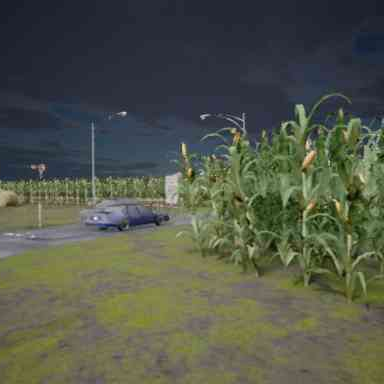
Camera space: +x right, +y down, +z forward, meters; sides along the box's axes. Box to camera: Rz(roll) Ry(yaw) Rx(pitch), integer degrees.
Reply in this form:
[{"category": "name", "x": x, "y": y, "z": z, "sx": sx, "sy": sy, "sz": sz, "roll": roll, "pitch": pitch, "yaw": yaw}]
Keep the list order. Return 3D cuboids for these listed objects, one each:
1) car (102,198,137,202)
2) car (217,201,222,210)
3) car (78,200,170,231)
[{"category": "car", "x": -5.204, "y": 1.220, "z": 21.854, "sx": 2.097, "sy": 1.767, "sz": 4.553, "roll": -1, "pitch": 0, "yaw": 35}, {"category": "car", "x": 4.221, "y": 1.197, "z": 35.540, "sx": 2.128, "sy": 1.511, "sz": 4.902, "roll": -1, "pitch": 0, "yaw": 35}, {"category": "car", "x": -3.551, "y": 1.383, "z": 19.222, "sx": 2.033, "sy": 1.411, "sz": 5.357, "roll": -1, "pitch": 0, "yaw": 35}]
